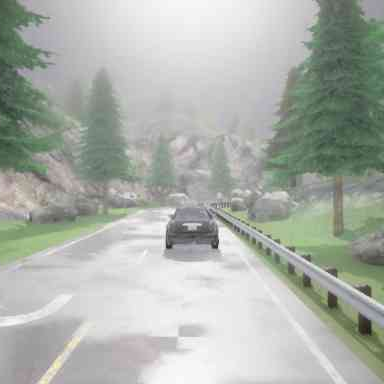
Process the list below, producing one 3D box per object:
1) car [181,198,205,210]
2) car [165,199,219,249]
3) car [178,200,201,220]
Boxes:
[{"bbox_3d":[0.175,1.575,44.261,1.994,1.385,4.181,0,0,17],"label":"car"},{"bbox_3d":[-0.004,1.367,14.627,2.097,1.767,4.553,0,0,0],"label":"car"},{"bbox_3d":[-0.280,1.518,29.695,1.837,1.490,4.892,0,0,-2],"label":"car"}]
